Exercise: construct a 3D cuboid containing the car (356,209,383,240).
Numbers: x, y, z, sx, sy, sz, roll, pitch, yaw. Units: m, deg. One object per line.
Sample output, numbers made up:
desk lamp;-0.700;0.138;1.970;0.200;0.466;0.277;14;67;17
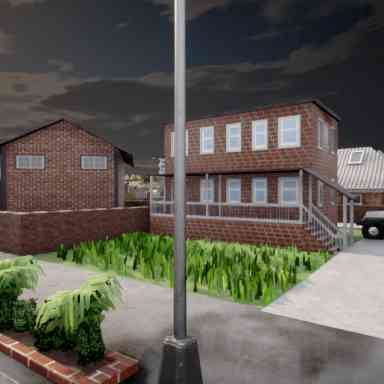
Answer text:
car;8.470;0.973;12.606;3.866;1.878;1.905;0;0;36
